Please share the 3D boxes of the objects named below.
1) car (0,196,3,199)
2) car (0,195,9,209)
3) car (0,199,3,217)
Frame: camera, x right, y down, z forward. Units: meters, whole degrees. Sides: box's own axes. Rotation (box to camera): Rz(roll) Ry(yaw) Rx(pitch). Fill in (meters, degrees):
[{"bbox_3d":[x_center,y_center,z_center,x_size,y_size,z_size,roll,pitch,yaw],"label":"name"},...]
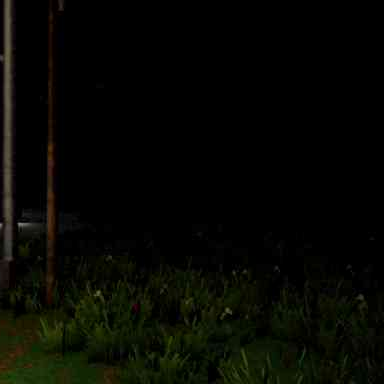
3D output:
[{"bbox_3d":[-22.241,1.451,35.529,5.008,1.535,1.882,0,0,44],"label":"car"},{"bbox_3d":[-26.126,1.325,43.682,4.553,1.767,2.097,0,0,39],"label":"car"},{"bbox_3d":[-14.722,1.480,25.277,1.837,1.490,4.892,0,-1,-27],"label":"car"}]
